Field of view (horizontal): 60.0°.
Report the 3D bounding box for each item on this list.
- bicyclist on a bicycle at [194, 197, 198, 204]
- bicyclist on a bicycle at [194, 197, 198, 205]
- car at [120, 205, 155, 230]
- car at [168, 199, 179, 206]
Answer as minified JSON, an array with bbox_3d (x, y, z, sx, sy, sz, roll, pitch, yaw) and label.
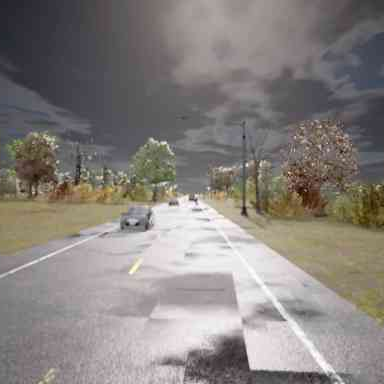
[{"bbox_3d":[0.956,1.995,80.140,0.866,1.612,1.509,0,0,0],"label":"bicyclist on a bicycle"},{"bbox_3d":[0.961,1.956,71.139,0.582,1.620,1.656,0,-1,0],"label":"bicyclist on a bicycle"},{"bbox_3d":[-3.599,1.665,22.586,2.128,1.511,4.902,0,0,0],"label":"car"},{"bbox_3d":[-3.515,2.019,64.380,1.994,1.385,4.181,0,0,0],"label":"car"}]
